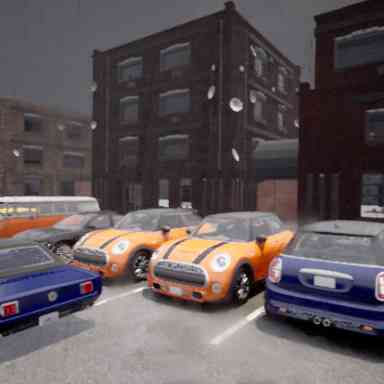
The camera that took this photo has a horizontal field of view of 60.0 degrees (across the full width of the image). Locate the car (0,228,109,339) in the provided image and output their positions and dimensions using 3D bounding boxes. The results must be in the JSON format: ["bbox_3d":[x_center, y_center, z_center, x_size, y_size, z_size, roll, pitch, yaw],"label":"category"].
[{"bbox_3d":[-3.897,1.555,6.165,4.718,1.301,1.895,0,0,36],"label":"car"}]

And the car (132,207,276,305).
[{"bbox_3d":[0.984,1.327,8.296,2.185,1.767,4.553,0,0,36],"label":"car"}]

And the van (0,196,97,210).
[{"bbox_3d":[-5.830,1.175,12.986,1.878,1.987,4.442,0,0,36],"label":"van"}]

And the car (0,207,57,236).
[{"bbox_3d":[-3.517,1.417,11.482,2.097,1.535,5.008,0,0,36],"label":"car"}]

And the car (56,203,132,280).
[{"bbox_3d":[-1.258,1.308,9.899,2.185,1.767,4.553,0,0,36],"label":"car"}]

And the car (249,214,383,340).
[{"bbox_3d":[3.191,1.346,6.641,2.185,1.767,4.553,0,0,36],"label":"car"}]
